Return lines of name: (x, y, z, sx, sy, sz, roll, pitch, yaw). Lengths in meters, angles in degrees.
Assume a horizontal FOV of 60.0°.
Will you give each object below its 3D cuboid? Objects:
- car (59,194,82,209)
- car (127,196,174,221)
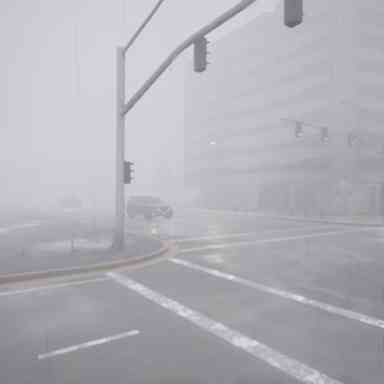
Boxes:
car: (-18.332, 1.377, 49.976, 2.150, 2.045, 5.566, 0, -1, -35)
car: (-3.811, 1.373, 29.343, 2.150, 2.045, 5.566, 0, 0, -35)
